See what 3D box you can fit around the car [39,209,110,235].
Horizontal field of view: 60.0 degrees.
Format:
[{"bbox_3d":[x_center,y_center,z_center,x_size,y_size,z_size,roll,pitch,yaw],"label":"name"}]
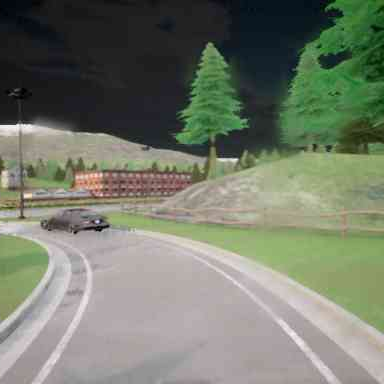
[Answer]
[{"bbox_3d":[-7.093,1.709,19.855,5.357,1.411,2.033,-1,0,41],"label":"car"}]
